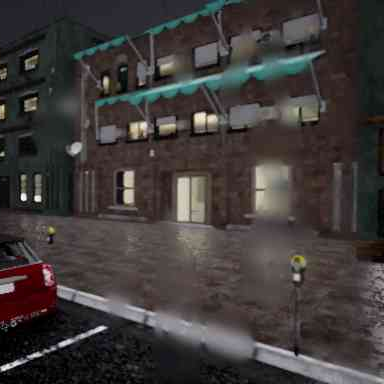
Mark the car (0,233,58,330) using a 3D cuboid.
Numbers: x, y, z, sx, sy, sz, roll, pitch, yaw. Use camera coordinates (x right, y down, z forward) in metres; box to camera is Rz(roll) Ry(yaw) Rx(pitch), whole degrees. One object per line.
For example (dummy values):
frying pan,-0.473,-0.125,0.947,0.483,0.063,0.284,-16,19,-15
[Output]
car,-4.270,1.410,5.914,4.097,1.590,1.967,0,1,35
